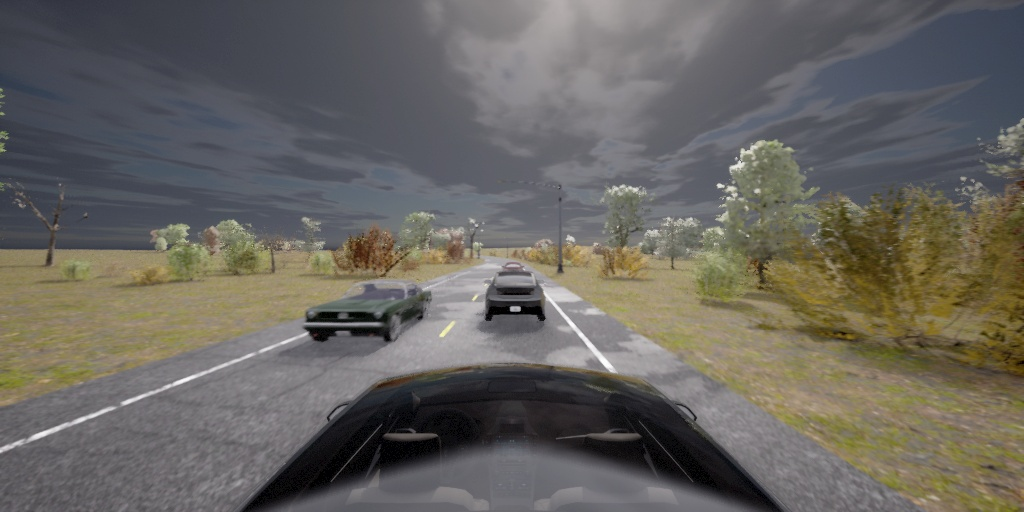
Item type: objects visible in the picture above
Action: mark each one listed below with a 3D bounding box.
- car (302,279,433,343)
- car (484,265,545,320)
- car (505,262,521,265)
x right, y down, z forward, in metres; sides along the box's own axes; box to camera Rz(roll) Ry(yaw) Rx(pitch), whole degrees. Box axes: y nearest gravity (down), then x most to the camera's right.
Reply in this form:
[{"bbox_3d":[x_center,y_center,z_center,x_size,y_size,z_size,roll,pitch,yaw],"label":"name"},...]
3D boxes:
[{"bbox_3d":[-3.597,1.346,9.858,1.895,1.301,4.718,0,0,0],"label":"car"},{"bbox_3d":[0.090,1.248,12.552,1.837,1.490,4.892,0,0,0],"label":"car"},{"bbox_3d":[0.090,1.242,30.645,1.812,1.442,4.674,0,0,0],"label":"car"}]
